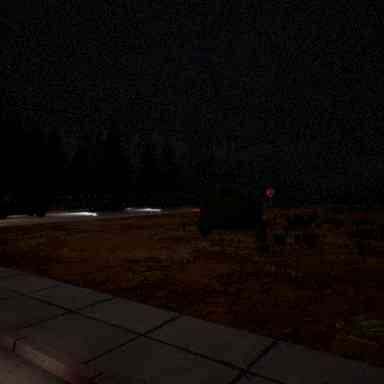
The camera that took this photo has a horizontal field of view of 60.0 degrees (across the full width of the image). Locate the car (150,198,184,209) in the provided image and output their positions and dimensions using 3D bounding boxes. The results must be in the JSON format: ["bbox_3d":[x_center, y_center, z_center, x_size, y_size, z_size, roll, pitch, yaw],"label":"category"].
[{"bbox_3d":[-3.357,1.574,46.043,2.033,1.411,5.357,0,0,37],"label":"car"}]

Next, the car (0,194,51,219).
[{"bbox_3d":[-15.451,1.248,29.682,2.150,2.045,5.566,0,0,36],"label":"car"}]

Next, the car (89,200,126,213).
[{"bbox_3d":[-9.556,1.591,37.660,1.994,1.385,4.181,0,0,37],"label":"car"}]

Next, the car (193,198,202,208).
[{"bbox_3d":[2.123,1.532,47.265,1.837,1.490,4.892,0,0,36],"label":"car"}]
